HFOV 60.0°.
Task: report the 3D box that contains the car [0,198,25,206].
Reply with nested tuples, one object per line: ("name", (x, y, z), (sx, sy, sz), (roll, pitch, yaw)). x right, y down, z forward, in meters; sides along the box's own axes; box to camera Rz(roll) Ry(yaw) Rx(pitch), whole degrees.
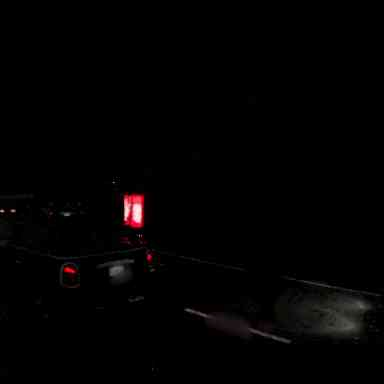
("car", (-14.025, 1.397, 25.919), (2.033, 1.411, 5.357), (1, 0, -16))

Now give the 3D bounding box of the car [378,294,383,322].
("car", (5.569, 1.601, 4.365), (5.357, 1.411, 2.033), (1, 0, 35))

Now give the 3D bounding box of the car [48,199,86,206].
("car", (-7.680, 1.267, 19.592), (2.097, 1.767, 4.553), (1, 0, -29))

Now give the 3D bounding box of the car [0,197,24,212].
("car", (-20.243, 1.346, 36.931), (1.994, 1.385, 4.181), (1, 0, -13))

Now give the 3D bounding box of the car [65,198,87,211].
("car", (-13.690, 1.444, 39.461), (1.895, 1.301, 4.718), (1, 0, -13))

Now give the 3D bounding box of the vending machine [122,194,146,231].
("vending machine", (-3.416, 1.152, 19.546), (1.100, 2.100, 0.880), (1, 0, -30))

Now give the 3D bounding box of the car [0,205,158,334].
("car", (-2.791, 1.323, 7.035), (4.553, 1.767, 2.097), (1, 0, 44))
